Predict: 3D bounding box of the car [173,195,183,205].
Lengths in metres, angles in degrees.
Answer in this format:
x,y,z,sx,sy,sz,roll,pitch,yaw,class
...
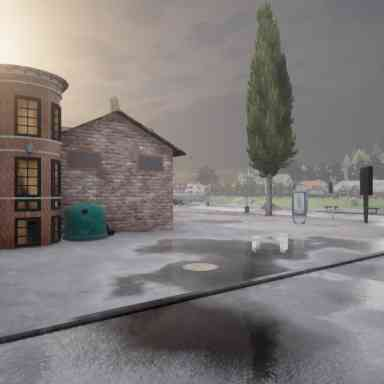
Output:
x,y,z,sx,sy,sz,roll,pitch,yaw,class
-3.584,1.352,58.912,2.097,1.767,4.553,0,0,-36,car
